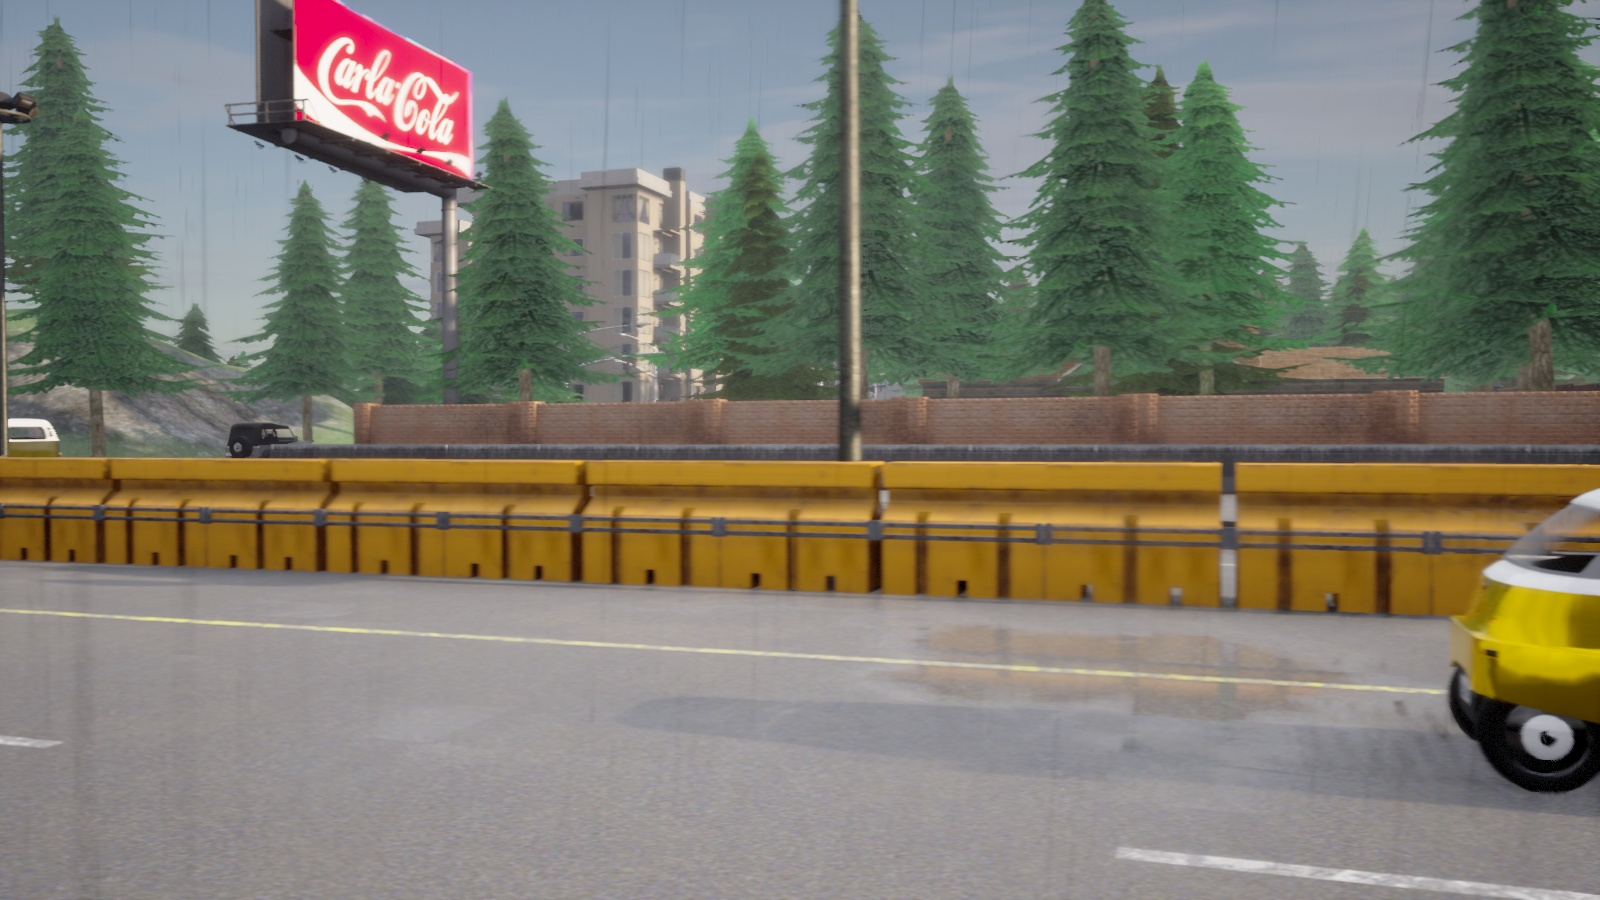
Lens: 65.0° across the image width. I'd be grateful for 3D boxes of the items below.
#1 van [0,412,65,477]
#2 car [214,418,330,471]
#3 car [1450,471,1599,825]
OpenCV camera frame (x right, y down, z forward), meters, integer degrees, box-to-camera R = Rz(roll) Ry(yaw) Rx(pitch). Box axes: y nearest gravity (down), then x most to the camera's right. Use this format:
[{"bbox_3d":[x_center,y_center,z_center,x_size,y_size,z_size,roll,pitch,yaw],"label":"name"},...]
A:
[{"bbox_3d":[-26.634,-0.201,40.656,2.069,2.038,4.480,3,2,40],"label":"van"},{"bbox_3d":[-19.673,-0.223,46.927,1.905,1.878,3.866,1,1,19],"label":"car"},{"bbox_3d":[4.194,0.809,5.476,2.207,1.376,1.481,0,1,19],"label":"car"}]
